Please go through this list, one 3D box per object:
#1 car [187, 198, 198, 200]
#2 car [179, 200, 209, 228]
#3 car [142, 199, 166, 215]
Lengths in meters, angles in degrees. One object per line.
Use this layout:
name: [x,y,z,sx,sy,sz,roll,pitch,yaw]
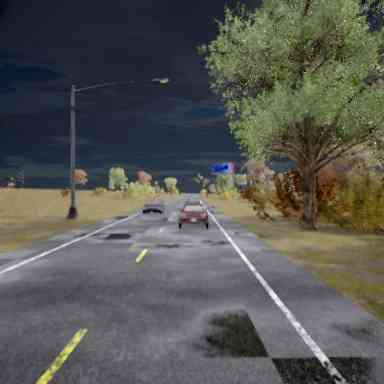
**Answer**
car: [0.101,1.404,40.415,2.033,1.411,5.357,0,0,0]
car: [0.101,1.448,21.478,1.812,1.442,4.674,0,0,0]
car: [-3.599,1.432,32.383,2.033,1.411,5.357,0,0,0]
